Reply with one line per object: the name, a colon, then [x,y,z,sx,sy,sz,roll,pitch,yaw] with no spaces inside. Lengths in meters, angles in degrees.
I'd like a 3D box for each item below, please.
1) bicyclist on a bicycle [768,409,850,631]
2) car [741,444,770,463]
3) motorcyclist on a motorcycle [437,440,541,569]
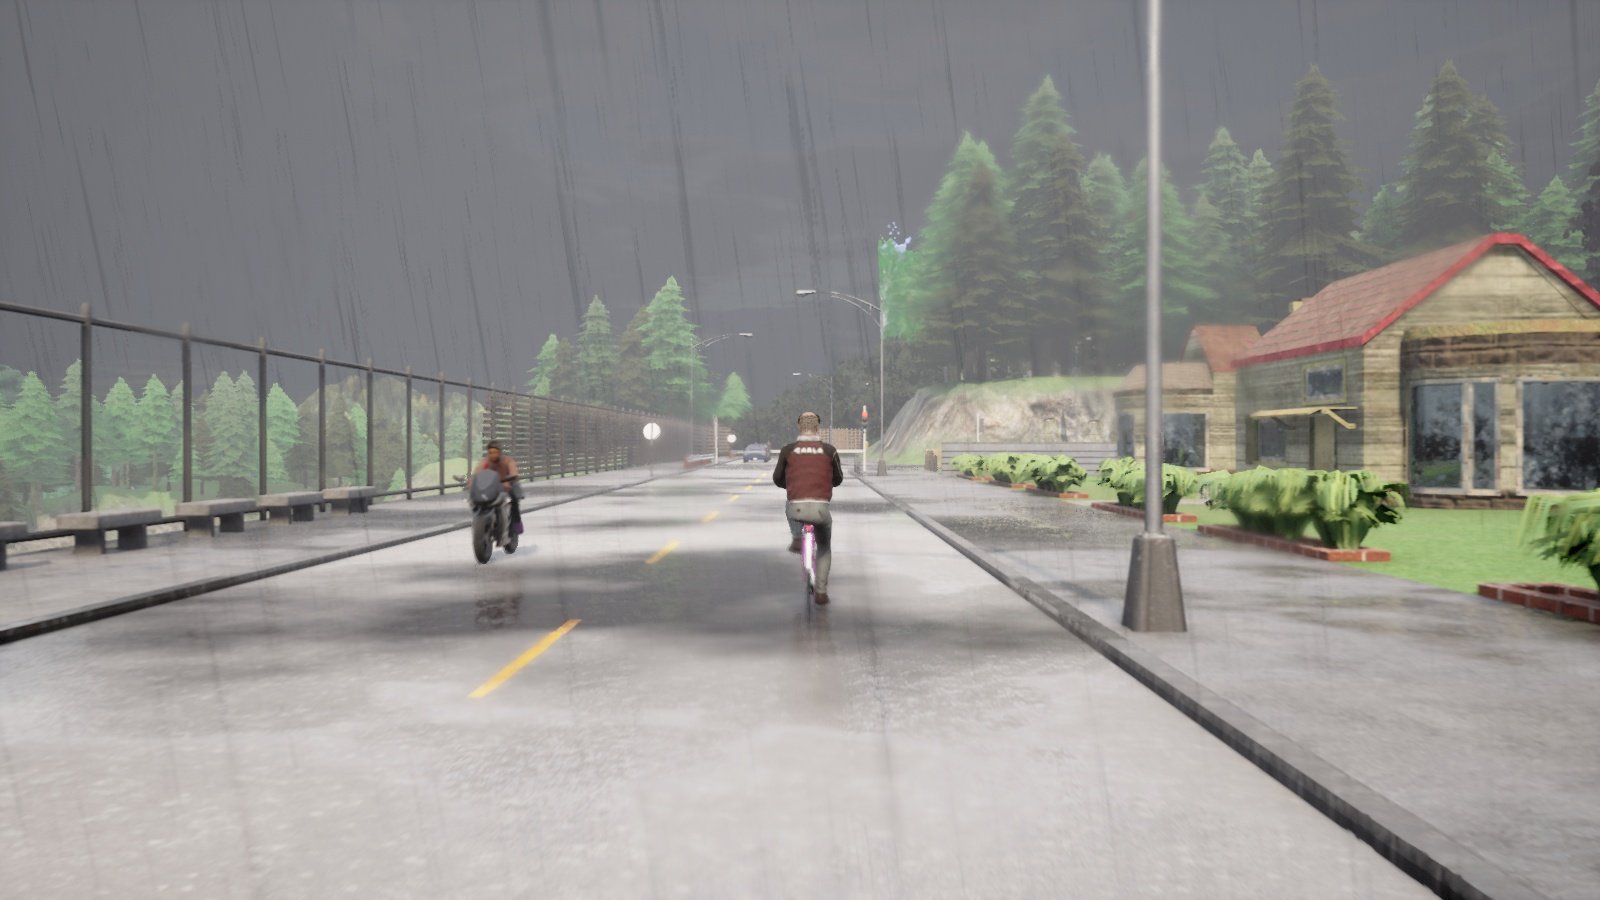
bicyclist on a bicycle: [0.078,0.555,10.973,0.659,1.776,1.843,0,1,0]
car: [-3.373,0.247,96.495,2.033,1.411,5.357,0,0,0]
motorcyclist on a motorcycle: [-3.894,0.636,15.890,0.797,1.523,2.044,0,0,0]
